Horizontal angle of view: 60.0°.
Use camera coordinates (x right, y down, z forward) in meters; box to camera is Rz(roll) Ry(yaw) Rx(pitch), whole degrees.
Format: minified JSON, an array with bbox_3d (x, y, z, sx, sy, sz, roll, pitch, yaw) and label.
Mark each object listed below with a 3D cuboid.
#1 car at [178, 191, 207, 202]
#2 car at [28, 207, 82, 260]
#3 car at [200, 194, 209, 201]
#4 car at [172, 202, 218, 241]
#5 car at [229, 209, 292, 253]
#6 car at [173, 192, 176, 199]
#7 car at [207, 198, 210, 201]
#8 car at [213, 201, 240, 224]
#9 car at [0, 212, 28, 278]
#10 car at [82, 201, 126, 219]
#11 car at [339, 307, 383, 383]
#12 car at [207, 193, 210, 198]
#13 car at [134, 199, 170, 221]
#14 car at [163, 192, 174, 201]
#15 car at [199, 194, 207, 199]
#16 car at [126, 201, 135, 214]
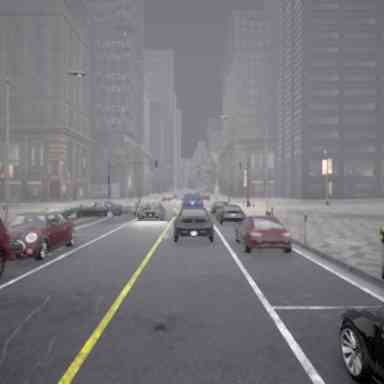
[{"bbox_3d":[0.056,1.177,33.004,2.150,2.045,5.566,0,-1,0],"label":"car"},{"bbox_3d":[-5.777,1.440,12.154,1.967,1.590,4.097,0,0,0],"label":"car"},{"bbox_3d":[2.954,1.298,80.349,1.887,1.381,4.507,0,0,0],"label":"car"},{"bbox_3d":[0.077,1.502,16.641,1.837,1.490,4.892,0,0,0],"label":"car"},{"bbox_3d":[2.747,1.581,13.321,1.802,1.307,4.206,0,0,0],"label":"car"},{"bbox_3d":[-5.571,1.305,80.390,2.008,1.369,4.403,0,0,0],"label":"car"},{"bbox_3d":[2.724,1.533,31.488,1.947,1.339,4.313,0,0,0],"label":"car"},{"bbox_3d":[2.734,1.550,24.123,1.947,1.339,4.313,0,0,0],"label":"car"},{"bbox_3d":[-5.770,1.317,6.852,2.192,1.841,5.009,0,0,0],"label":"car"},{"bbox_3d":[-7.531,1.369,25.556,4.403,1.369,2.008,-1,1,-9],"label":"car"},{"bbox_3d":[2.760,1.567,2.522,1.947,1.339,4.313,0,0,0],"label":"car"},{"bbox_3d":[2.928,1.099,74.807,2.192,1.841,5.009,0,0,0],"label":"car"},{"bbox_3d":[-3.119,1.542,26.900,1.994,1.385,4.181,0,0,0],"label":"car"},{"bbox_3d":[-5.599,1.329,74.850,1.887,1.381,4.507,0,0,0],"label":"car"},{"bbox_3d":[3.011,1.252,91.430,1.947,1.339,4.313,1,0,0],"label":"car"},{"bbox_3d":[-5.801,1.549,31.483,1.802,1.307,4.206,0,0,0],"label":"car"}]
